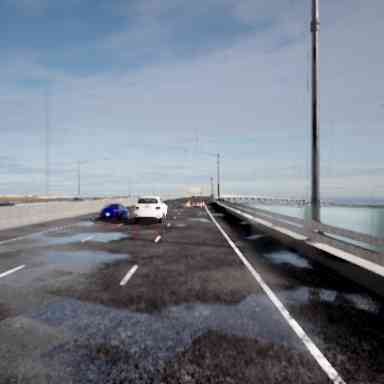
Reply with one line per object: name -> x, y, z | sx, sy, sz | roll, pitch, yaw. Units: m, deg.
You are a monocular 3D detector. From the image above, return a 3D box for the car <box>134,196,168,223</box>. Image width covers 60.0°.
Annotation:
car -> -3.271, 1.356, 27.101 | 2.150, 2.045, 5.566 | 0, 0, 1

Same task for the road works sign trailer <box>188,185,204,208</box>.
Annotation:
road works sign trailer -> 0.487, 0.722, 52.908 | 2.380, 3.560, 2.880 | 0, 0, 1

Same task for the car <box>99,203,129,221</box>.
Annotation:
car -> -6.751, 1.670, 29.063 | 1.812, 1.442, 4.674 | 0, 0, 1

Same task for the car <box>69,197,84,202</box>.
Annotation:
car -> -23.682, 1.807, 68.313 | 1.882, 1.535, 5.008 | 0, 0, 1

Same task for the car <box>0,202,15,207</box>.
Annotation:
car -> -17.438, 1.652, 29.722 | 1.837, 1.490, 4.892 | 0, 0, 1

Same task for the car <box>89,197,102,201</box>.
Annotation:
car -> -20.154, 1.823, 69.447 | 1.837, 1.490, 4.892 | 0, 0, 1
